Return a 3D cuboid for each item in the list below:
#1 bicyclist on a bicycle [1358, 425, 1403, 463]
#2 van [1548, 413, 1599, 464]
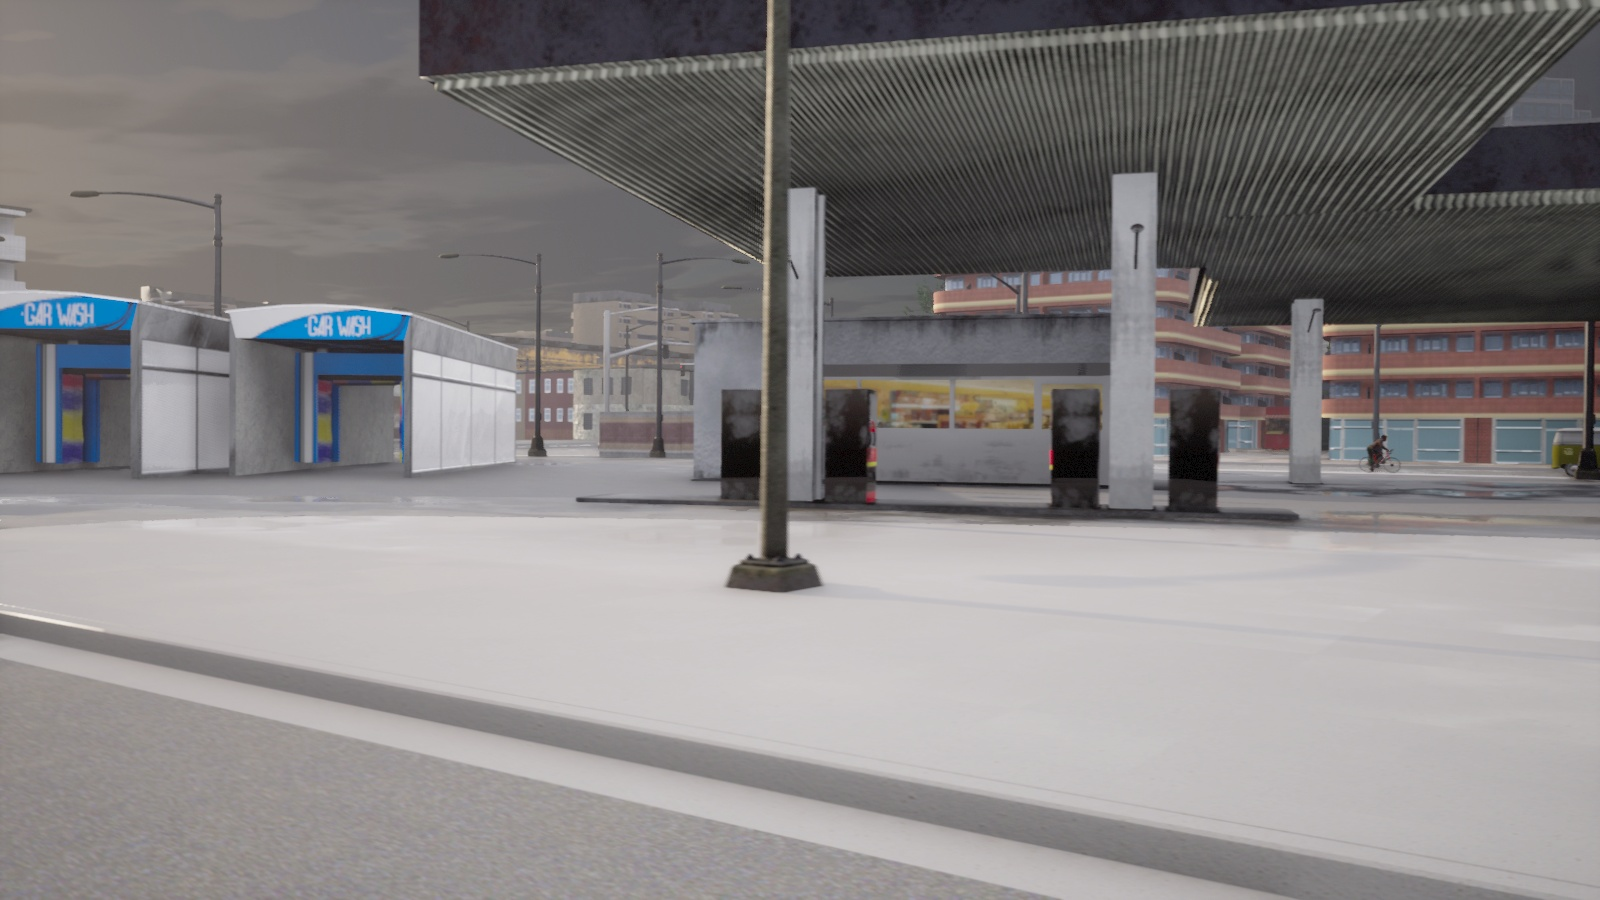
[{"bbox_3d":[24.864,-0.273,53.778,1.656,1.620,0.582,0,1,33],"label":"bicyclist on a bicycle"},{"bbox_3d":[31.915,-0.474,49.194,4.442,1.987,1.775,0,1,32],"label":"van"}]
